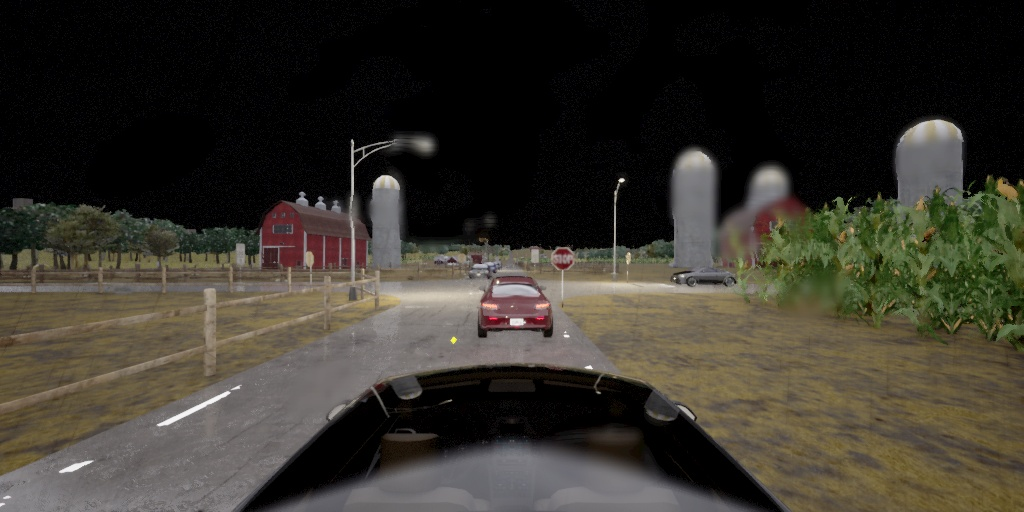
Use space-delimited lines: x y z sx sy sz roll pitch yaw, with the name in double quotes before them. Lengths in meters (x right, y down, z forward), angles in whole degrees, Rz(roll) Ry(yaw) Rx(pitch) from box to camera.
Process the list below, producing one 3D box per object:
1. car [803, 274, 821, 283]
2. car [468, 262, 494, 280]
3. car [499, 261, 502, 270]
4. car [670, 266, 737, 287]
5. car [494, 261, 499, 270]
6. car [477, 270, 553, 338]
"car" 24.000 1.530 25.660 5.357 1.411 2.033 1 1 0
"car" -2.901 1.387 33.315 1.812 1.442 4.674 0 -1 0
"car" -2.915 1.608 57.793 1.994 1.385 4.181 0 -1 0
"car" 13.654 1.444 25.677 4.181 1.385 1.994 0 1 0
"car" -2.920 1.468 45.398 1.812 1.442 4.674 0 0 0
"car" 0.037 1.283 10.146 1.812 1.442 4.674 0 0 -2
